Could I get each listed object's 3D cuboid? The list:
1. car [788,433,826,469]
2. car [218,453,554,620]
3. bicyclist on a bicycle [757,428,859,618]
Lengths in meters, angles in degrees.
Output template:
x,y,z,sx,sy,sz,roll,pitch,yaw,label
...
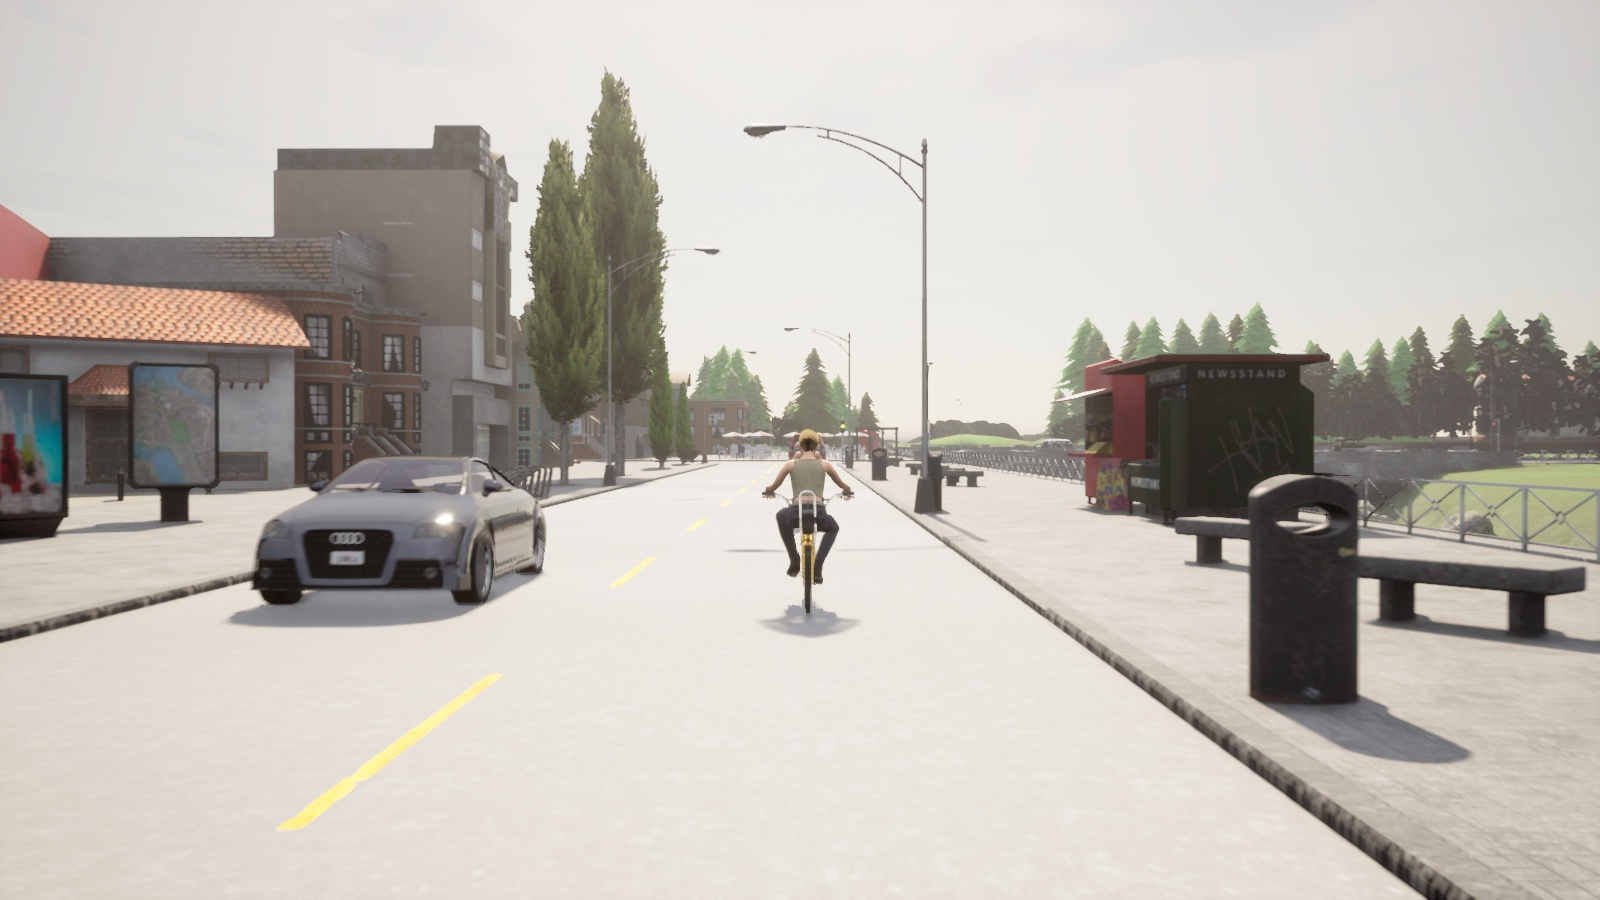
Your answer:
x,y,z,sx,sy,sz,roll,pitch,yaw,label
0.426,0.045,74.011,2.150,2.045,5.566,0,0,0,car
-3.914,0.735,12.714,1.994,1.385,4.181,0,0,0,car
0.074,0.619,11.413,0.866,1.612,1.509,0,0,1,bicyclist on a bicycle
